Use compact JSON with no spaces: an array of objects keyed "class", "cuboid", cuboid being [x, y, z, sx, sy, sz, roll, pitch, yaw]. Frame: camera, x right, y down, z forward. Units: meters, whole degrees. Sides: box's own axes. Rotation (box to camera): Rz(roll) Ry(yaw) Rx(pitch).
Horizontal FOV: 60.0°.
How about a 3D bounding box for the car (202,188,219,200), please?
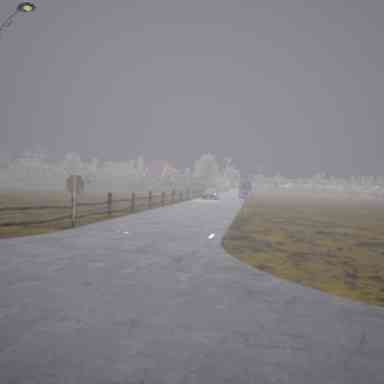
[{"class":"car","cuboid":[2.571,0.271,45.258,1.837,1.490,4.892,3,1,11]}]
